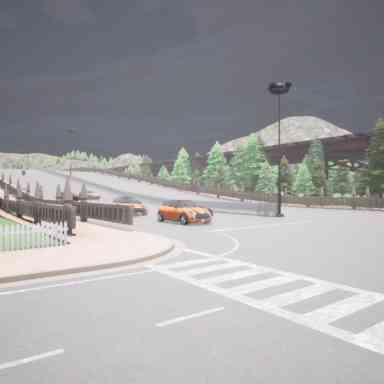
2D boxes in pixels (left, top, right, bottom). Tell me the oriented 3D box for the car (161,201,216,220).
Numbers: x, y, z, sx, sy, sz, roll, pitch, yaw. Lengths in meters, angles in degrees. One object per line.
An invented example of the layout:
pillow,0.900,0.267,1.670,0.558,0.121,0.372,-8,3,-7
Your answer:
car,-0.429,1.538,29.618,2.033,1.411,5.357,0,0,-37

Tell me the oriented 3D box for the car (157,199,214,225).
car,-0.606,1.351,24.069,2.097,1.767,4.553,0,0,-37

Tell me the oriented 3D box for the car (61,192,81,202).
car,-16.585,0.655,45.189,1.895,1.301,4.718,0,5,-37

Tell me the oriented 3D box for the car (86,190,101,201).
car,-15.090,0.449,49.041,1.895,1.301,4.718,0,6,-37

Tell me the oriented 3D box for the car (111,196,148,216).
car,-5.941,1.320,31.085,2.097,1.767,4.553,0,1,-37

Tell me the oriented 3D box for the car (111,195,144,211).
car,-7.695,1.244,39.190,1.837,1.490,4.892,0,3,-37
